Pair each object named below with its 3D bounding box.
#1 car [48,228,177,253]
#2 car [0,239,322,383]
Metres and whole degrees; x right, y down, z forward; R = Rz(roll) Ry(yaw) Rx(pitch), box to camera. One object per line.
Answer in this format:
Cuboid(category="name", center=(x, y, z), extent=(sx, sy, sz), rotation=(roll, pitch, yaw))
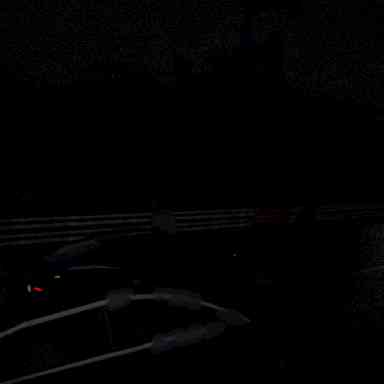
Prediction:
Cuboid(category="car", center=(-1.021, 1.519, 7.269), extent=(4.674, 1.442, 1.812), rotation=(0, 0, -35))
Cuboid(category="car", center=(-0.742, 1.489, 3.185), extent=(4.902, 1.511, 2.128), rotation=(0, 0, -35))
